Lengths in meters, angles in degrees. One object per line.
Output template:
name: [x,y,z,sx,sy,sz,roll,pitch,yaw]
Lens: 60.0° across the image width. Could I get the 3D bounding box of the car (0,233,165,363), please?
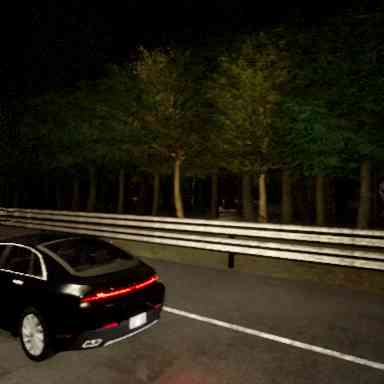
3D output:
car: [-2.698,1.494,5.917,4.892,1.490,1.837,0,0,36]
